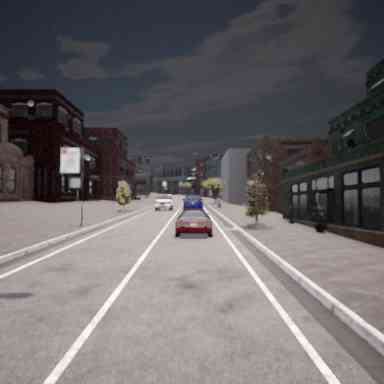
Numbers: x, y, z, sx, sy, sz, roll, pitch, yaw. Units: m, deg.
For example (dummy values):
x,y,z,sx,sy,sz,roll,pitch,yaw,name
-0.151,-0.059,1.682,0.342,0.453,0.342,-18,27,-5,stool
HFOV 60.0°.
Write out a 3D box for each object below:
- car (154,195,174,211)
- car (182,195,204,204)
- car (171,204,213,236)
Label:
x,y,z,sx,sy,sz,roll,pitch,yaw,name
-3.579,1.346,43.138,2.150,2.045,5.566,0,-1,0,car
0.105,1.320,37.249,2.150,2.045,5.566,0,0,0,car
0.103,1.597,18.627,1.994,1.385,4.181,0,0,0,car
